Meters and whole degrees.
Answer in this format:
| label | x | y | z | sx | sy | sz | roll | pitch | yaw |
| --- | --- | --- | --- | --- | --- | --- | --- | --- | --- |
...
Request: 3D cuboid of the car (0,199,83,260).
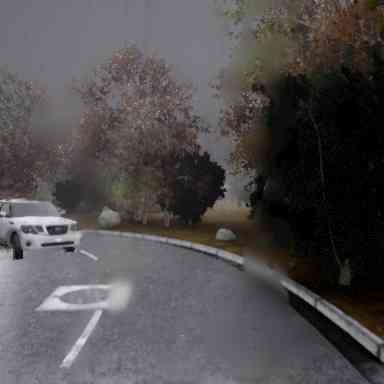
| label | x | y | z | sx | sy | sz | roll | pitch | yaw |
| --- | --- | --- | --- | --- | --- | --- | --- | --- | --- |
| car | -6.542 | 1.303 | 13.159 | 5.566 | 2.045 | 2.150 | -1 | -3 | 42 |
